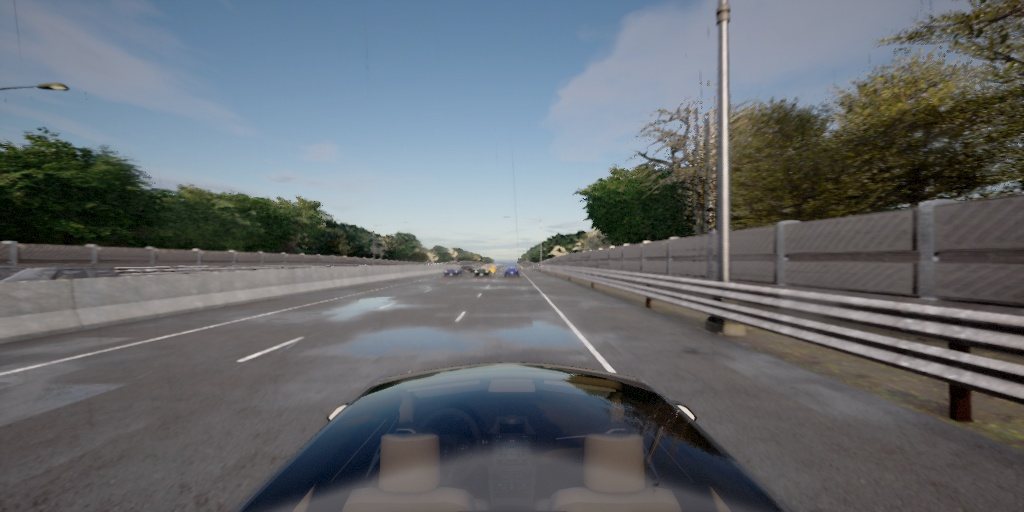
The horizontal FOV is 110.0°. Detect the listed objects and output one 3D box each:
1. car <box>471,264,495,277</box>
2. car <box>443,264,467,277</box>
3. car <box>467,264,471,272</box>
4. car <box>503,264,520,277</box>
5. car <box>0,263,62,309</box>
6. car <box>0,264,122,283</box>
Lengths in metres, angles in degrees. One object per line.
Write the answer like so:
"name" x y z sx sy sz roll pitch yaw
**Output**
"car" -3.502 1.882 43.463 1.895 1.301 4.718 0 -1 0
"car" -7.002 1.882 43.460 1.895 1.301 4.718 0 -1 0
"car" -6.969 2.052 57.514 1.837 1.490 4.892 0 -1 1
"car" -0.001 1.806 43.478 1.812 1.442 4.674 0 -1 0
"car" -21.093 1.189 13.698 2.097 1.767 4.553 0 -1 0
"car" -17.594 1.189 13.667 2.097 1.767 4.553 0 -1 0
